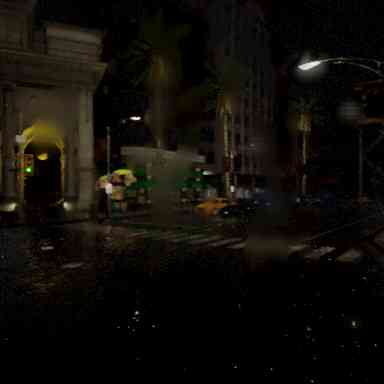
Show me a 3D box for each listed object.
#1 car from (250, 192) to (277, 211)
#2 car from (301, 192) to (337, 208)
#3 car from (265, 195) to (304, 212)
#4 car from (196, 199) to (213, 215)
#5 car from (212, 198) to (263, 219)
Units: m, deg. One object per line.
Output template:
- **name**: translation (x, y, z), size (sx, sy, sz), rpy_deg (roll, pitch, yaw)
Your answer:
- **car**: translation (8.363, 1.051, 39.380), size (2.150, 2.045, 5.566), rpy_deg (0, 0, 39)
- **car**: translation (17.065, 1.003, 43.899), size (5.566, 2.045, 2.150), rpy_deg (0, 0, -43)
- **car**: translation (10.049, 1.361, 35.852), size (1.812, 1.442, 4.674), rpy_deg (0, 0, 38)
- **car**: translation (2.340, 1.356, 31.671), size (1.882, 1.535, 5.008), rpy_deg (0, 0, 39)
- **car**: translation (3.917, 1.449, 27.996), size (1.994, 1.385, 4.181), rpy_deg (0, 0, 37)
